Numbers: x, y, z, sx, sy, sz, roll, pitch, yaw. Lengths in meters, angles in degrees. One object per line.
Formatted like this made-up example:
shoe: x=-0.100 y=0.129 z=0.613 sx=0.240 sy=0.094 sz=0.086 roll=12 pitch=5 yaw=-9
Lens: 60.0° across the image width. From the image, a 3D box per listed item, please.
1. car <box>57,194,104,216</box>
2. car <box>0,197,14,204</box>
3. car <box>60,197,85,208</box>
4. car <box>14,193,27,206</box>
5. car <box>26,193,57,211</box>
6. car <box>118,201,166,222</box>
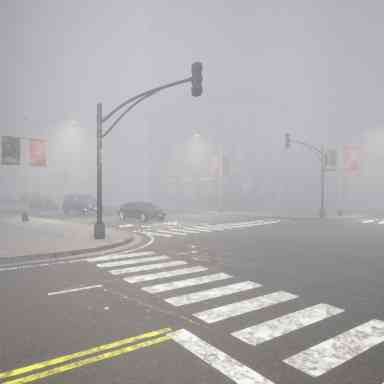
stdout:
car: x=-11.052 y=1.208 z=33.428 sx=2.150 sy=2.045 sz=5.566 roll=0 pitch=0 yaw=-45
car: x=-33.657 y=1.533 z=60.975 sx=1.994 sy=1.385 sz=4.181 roll=0 pitch=0 yaw=-45
car: x=-17.865 y=1.551 z=49.742 sx=1.994 sy=1.385 sz=4.181 roll=0 pitch=0 yaw=-45
car: x=-26.077 y=1.199 z=53.379 sx=5.566 sy=2.045 sz=2.150 roll=0 pitch=0 yaw=45
car: x=-18.143 y=1.334 z=40.548 sx=2.097 sy=1.767 sz=4.553 roll=0 pitch=0 yaw=-45
car: x=-4.041 y=1.495 z=26.397 sx=1.837 sy=1.490 sz=4.892 roll=0 pitch=0 yaw=-44
